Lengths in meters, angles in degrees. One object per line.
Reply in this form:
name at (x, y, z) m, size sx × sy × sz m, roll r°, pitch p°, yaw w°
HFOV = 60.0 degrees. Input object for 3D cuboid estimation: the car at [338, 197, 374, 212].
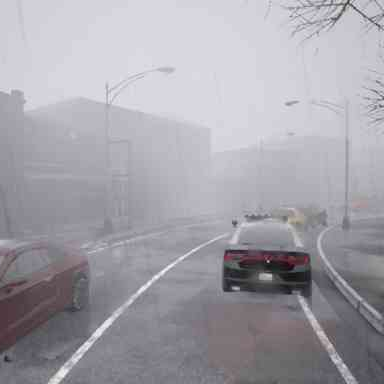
car at (19.351, 1.432, 39.229) m, size 4.553 × 1.767 × 2.097 m, roll 1°, pitch 1°, yaw -32°

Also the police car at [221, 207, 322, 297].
police car at (1.973, 1.427, 8.902) m, size 1.930 × 1.638 × 5.238 m, roll 0°, pitch 0°, yaw 12°

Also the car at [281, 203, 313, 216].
car at (5.078, 1.469, 17.783) m, size 1.801 × 1.575 × 5.366 m, roll 1°, pitch 0°, yaw 26°

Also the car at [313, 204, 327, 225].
car at (7.775, 1.535, 22.480) m, size 1.837 × 1.490 × 4.892 m, roll 1°, pitch 0°, yaw 34°

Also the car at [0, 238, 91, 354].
car at (-3.135, 1.515, 5.047) m, size 1.812 × 1.442 × 4.674 m, roll 0°, pitch 0°, yaw 7°
